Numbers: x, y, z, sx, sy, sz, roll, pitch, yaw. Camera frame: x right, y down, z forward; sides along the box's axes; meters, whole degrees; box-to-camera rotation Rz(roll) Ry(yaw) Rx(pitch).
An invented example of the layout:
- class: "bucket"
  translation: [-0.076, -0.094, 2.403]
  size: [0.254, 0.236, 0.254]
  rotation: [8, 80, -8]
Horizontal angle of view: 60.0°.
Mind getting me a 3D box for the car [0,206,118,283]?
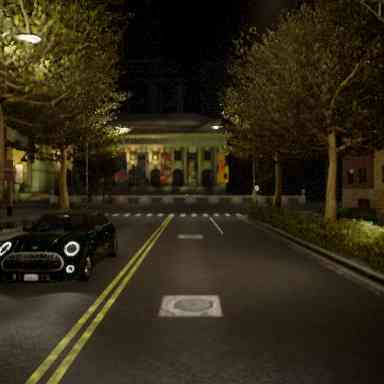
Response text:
- class: "car"
  translation: [-3.643, 1.340, 9.754]
  size: [2.097, 1.767, 4.553]
  rotation: [0, 0, 0]
